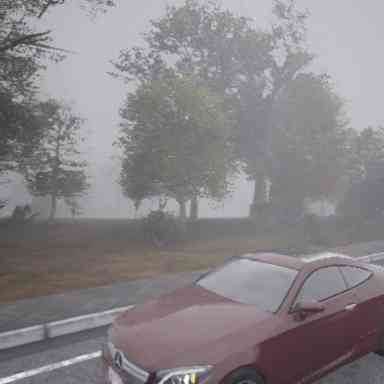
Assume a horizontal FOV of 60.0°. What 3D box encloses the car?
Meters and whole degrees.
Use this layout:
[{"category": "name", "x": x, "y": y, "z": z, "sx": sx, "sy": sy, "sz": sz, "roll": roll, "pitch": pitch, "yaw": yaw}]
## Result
[{"category": "car", "x": 1.170, "y": 1.535, "z": 4.516, "sx": 4.674, "sy": 1.442, "sz": 1.812, "roll": 0, "pitch": 0, "yaw": -35}]
